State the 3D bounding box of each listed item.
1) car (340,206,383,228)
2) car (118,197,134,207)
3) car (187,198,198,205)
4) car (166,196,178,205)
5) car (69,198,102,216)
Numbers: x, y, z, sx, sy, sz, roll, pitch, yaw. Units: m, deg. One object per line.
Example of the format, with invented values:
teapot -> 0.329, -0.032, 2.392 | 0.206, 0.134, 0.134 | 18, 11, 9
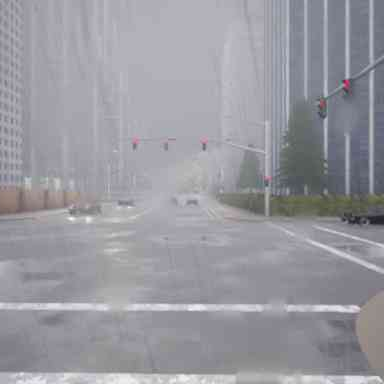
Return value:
car -> 12.141, 1.557, 21.314 | 4.718, 1.301, 1.895 | 0, 0, 0
car -> -10.523, 1.506, 53.347 | 1.882, 1.535, 5.008 | 0, 0, 1
car -> 0.030, 1.632, 58.517 | 1.895, 1.301, 4.718 | 0, 0, 0
car -> -3.470, 1.536, 58.489 | 1.837, 1.490, 4.892 | 0, 0, 0
car -> -10.581, 1.370, 33.194 | 2.097, 1.767, 4.553 | 0, 0, 0
